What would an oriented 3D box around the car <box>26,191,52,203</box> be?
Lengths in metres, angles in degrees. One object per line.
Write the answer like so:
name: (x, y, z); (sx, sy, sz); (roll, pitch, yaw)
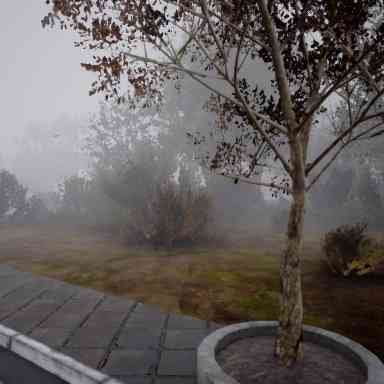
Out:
car: (-19.088, 0.947, 40.600); (2.150, 2.045, 5.566); (1, 0, 32)
